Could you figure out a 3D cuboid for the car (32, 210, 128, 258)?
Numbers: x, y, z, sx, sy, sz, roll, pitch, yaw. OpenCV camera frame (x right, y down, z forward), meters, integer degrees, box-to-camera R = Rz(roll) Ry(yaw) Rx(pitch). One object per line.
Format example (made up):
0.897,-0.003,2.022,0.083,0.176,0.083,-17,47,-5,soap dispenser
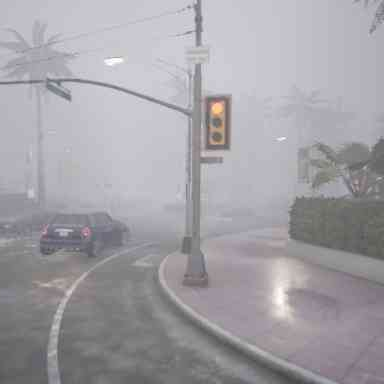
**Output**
-4.292,1.565,14.025,2.097,1.767,4.553,1,-1,8,car

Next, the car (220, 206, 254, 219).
5.259,2.342,38.691,4.181,1.385,1.994,1,-1,-34,car

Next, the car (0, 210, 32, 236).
-9.651,1.819,20.660,2.033,1.411,5.357,0,-1,24,car
